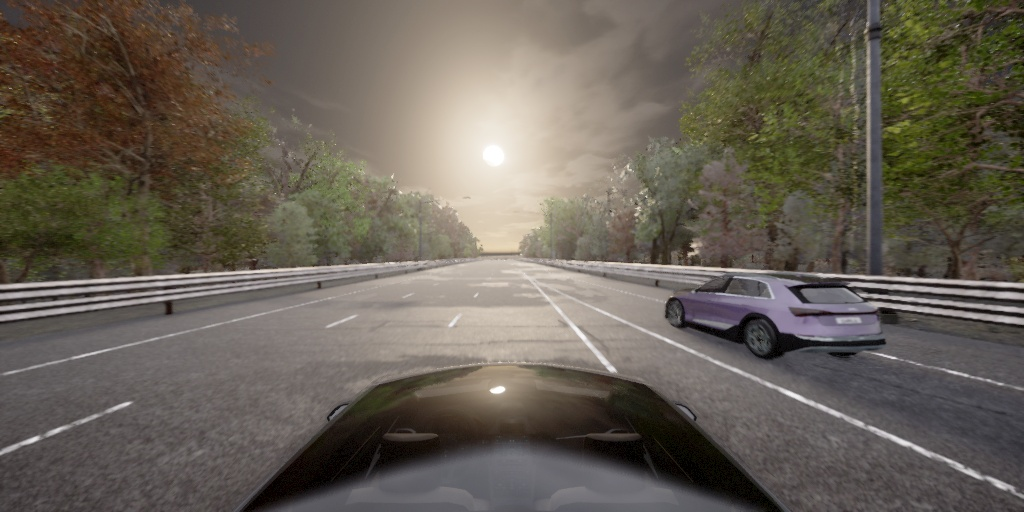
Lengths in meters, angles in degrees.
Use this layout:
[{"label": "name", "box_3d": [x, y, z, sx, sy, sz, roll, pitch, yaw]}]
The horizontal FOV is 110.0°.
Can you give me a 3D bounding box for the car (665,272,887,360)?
[{"label": "car", "box_3d": [5.516, 1.174, 8.358, 2.033, 1.649, 4.856, 0, 0, -6]}]
